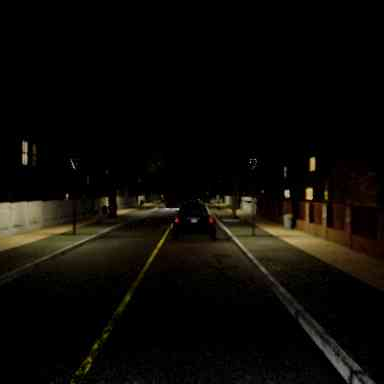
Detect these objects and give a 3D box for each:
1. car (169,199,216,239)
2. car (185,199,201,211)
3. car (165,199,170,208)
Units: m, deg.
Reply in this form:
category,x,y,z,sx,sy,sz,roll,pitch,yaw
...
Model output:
category,x,y,z,sx,sy,sz,roll,pitch,yaw
car,0.096,1.359,17.478,2.097,1.767,4.553,0,0,0
car,0.091,1.589,42.876,1.994,1.385,4.181,0,0,0
car,-2.841,1.631,48.630,1.895,1.301,4.718,0,0,0
